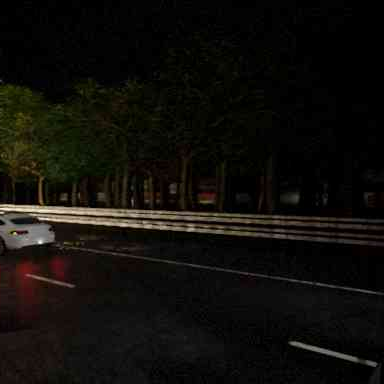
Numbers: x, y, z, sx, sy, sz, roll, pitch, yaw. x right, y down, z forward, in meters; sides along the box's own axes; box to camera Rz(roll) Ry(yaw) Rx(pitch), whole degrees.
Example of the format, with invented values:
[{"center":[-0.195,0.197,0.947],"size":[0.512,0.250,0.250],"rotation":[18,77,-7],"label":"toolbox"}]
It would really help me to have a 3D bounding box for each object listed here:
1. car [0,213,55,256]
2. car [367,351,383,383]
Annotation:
[{"center":[-7.368,1.564,13.233],"size":[4.674,1.442,1.812],"rotation":[0,0,34],"label":"car"},{"center":[3.428,1.592,1.522],"size":[4.718,1.301,1.895],"rotation":[0,0,36],"label":"car"}]
